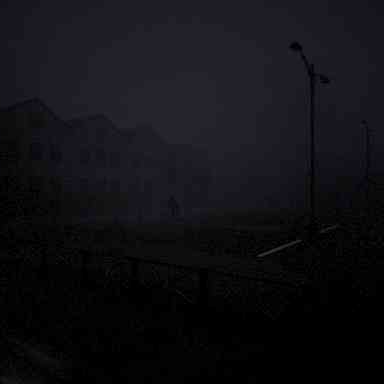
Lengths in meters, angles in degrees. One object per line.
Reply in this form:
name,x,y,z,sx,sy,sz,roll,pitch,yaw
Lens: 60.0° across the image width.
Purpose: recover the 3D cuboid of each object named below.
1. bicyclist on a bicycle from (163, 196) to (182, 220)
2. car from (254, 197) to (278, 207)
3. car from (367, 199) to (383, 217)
bicyclist on a bicycle,-1.377,1.109,23.046,1.656,1.620,0.582,0,0,35
car,10.458,1.356,46.673,2.033,1.411,5.357,0,0,32
car,15.445,1.298,26.799,2.007,1.523,4.514,0,0,35
